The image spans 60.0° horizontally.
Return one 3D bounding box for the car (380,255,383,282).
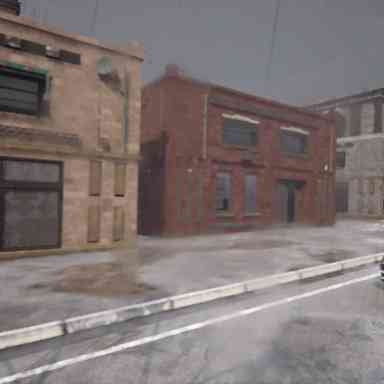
[{"bbox_3d":[6.612,1.570,8.367,4.892,1.490,1.837,1,-1,-35],"label":"car"}]
